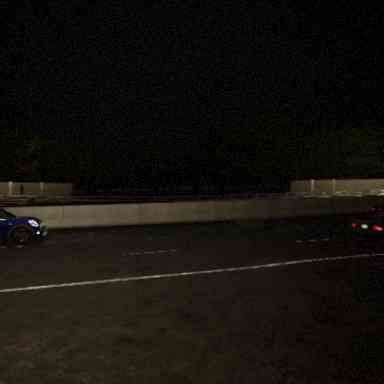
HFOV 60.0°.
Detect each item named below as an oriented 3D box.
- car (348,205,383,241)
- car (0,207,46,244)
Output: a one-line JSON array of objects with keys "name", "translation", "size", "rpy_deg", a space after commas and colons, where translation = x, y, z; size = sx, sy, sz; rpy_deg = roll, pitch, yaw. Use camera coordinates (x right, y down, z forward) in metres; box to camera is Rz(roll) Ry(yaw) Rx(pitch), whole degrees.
[{"name": "car", "translation": [9.405, 1.404, 14.198], "size": [5.357, 1.411, 2.033], "rpy_deg": [-1, 1, -16]}, {"name": "car", "translation": [-9.514, 1.516, 15.992], "size": [4.553, 1.767, 2.097], "rpy_deg": [-1, 1, -16]}]
